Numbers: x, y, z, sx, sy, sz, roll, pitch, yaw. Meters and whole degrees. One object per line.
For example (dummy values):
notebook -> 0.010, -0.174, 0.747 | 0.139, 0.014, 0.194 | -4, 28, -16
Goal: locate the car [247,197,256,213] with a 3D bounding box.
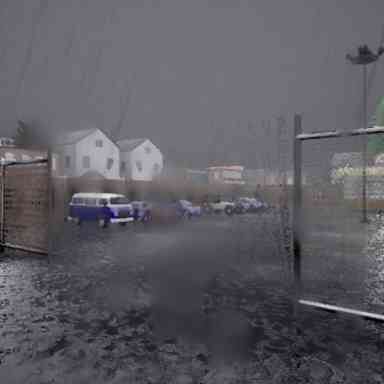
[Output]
car -> 4.764, 1.405, 32.800 | 2.207, 1.379, 1.481 | 0, 0, 35

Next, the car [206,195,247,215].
car -> 2.805, 1.193, 31.542 | 3.866, 1.878, 1.905 | 0, 0, 35

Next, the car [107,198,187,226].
car -> -3.306, 1.422, 23.868 | 5.357, 1.415, 2.033 | 0, 0, 35

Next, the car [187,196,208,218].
car -> -0.923, 1.359, 27.916 | 3.633, 1.501, 1.845 | 0, 0, 35

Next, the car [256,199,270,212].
car -> 5.504, 1.299, 34.888 | 4.611, 1.667, 2.242 | 0, 0, 35

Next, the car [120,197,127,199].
car -> -3.044, 1.351, 23.960 | 1.789, 1.547, 3.705 | 0, 0, 35

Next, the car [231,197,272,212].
car -> 6.746, 1.365, 37.897 | 4.193, 1.474, 1.816 | 0, 0, 35
